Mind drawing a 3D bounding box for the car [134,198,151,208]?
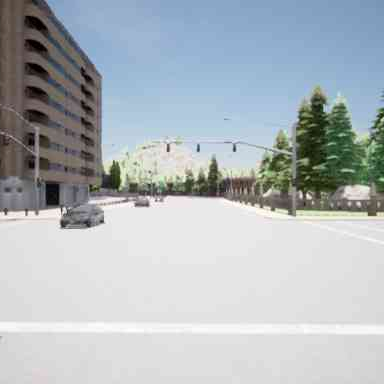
[{"bbox_3d":[-6.987,1.542,47.577,1.994,1.385,4.181,0,0,0],"label":"car"}]

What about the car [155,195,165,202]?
[{"bbox_3d":[-6.979,1.428,72.043,2.128,1.511,4.902,0,0,0],"label":"car"}]

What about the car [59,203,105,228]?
[{"bbox_3d":[-6.992,1.474,21.702,1.812,1.442,4.674,0,0,0],"label":"car"}]
